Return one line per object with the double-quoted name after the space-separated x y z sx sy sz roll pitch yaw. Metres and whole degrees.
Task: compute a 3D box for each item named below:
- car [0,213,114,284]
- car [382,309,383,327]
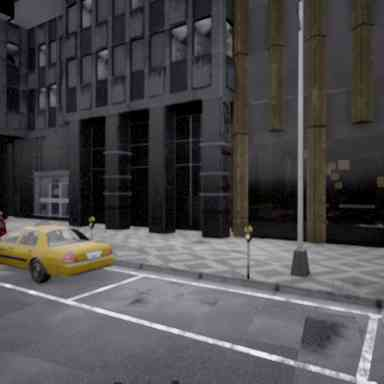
-4.366 1.506 9.393 4.829 1.417 1.752 0 0 32 "car"
4.863 1.525 3.640 4.829 1.417 1.752 0 0 32 "car"
